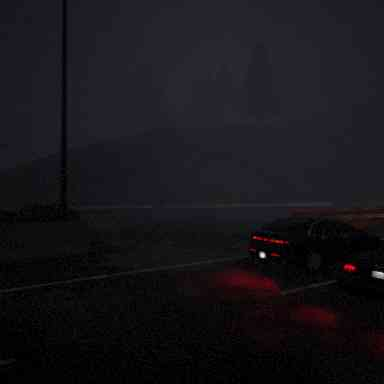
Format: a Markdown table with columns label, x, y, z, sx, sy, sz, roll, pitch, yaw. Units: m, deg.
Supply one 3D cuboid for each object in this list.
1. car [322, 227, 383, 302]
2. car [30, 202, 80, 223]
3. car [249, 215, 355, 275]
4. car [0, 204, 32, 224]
| label | x | y | z | sx | sy | sz | roll | pitch | yaw |
| --- | --- | --- | --- | --- | --- | --- | --- | --- | --- |
| car | 5.514 | 1.555 | 7.332 | 5.357 | 1.411 | 2.033 | 0 | 0 | -32 |
| car | -8.956 | 1.382 | 19.011 | 4.892 | 1.490 | 1.837 | 1 | 0 | -34 |
| car | 3.992 | 1.492 | 10.455 | 4.892 | 1.490 | 1.837 | 0 | 0 | -32 |
| car | -9.791 | 1.392 | 14.184 | 4.892 | 1.490 | 1.837 | 0 | 0 | -36 |
